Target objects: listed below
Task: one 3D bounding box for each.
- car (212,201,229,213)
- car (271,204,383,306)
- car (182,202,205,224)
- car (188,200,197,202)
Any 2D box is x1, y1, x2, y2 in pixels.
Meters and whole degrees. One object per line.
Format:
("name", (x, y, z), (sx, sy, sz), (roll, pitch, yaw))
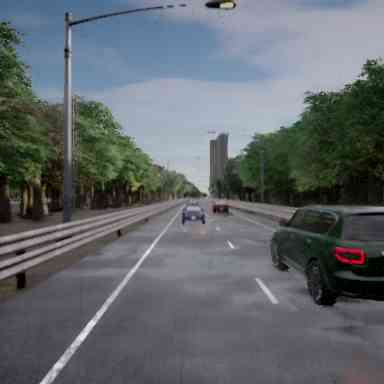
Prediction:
("car", (3.613, 1.917, 43.054), (1.882, 1.535, 5.008), (0, 0, 0))
("car", (3.593, 1.306, 8.346), (2.150, 2.045, 5.566), (0, 0, 0))
("car", (0.109, 1.801, 27.734), (1.812, 1.442, 4.674), (0, 0, 0))
("car", (0.116, 2.014, 49.411), (1.837, 1.490, 4.892), (0, 0, 0))
